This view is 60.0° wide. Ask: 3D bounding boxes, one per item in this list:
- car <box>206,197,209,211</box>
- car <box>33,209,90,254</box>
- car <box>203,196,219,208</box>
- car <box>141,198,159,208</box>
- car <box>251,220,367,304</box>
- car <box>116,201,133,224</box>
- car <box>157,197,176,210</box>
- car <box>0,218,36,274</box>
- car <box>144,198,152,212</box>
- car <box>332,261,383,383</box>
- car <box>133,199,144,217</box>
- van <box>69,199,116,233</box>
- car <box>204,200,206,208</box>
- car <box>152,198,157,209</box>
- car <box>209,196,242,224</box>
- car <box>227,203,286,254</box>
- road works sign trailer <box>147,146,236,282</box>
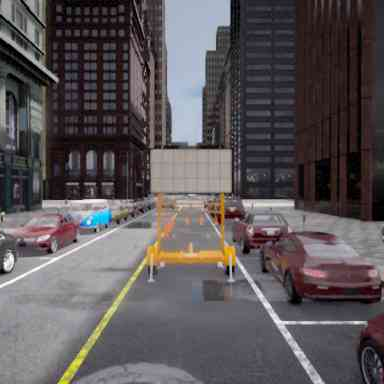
[{"bbox_3d":[2.688,1.303,30.374,2.192,1.841,5.009,0,0,0],"label":"car"},{"bbox_3d":[-5.796,1.574,13.443,1.802,1.307,4.206,0,0,0],"label":"car"},{"bbox_3d":[2.650,1.431,47.283,1.967,1.590,4.097,0,0,0],"label":"car"},{"bbox_3d":[-5.874,1.542,47.262,2.008,1.369,4.403,0,0,0],"label":"car"},{"bbox_3d":[2.741,1.576,7.831,1.802,1.307,4.206,0,0,0],"label":"car"},{"bbox_3d":[-5.822,1.514,24.545,1.752,1.417,4.829,0,0,0],"label":"car"},{"bbox_3d":[-3.179,1.495,42.911,1.837,1.490,4.892,0,0,0],"label":"car"},{"bbox_3d":[-5.784,1.545,7.805,2.008,1.369,4.403,0,0,0],"label":"car"},{"bbox_3d":[-5.848,1.554,35.989,1.947,1.339,4.313,0,0,0],"label":"car"},{"bbox_3d":[2.755,1.580,2.194,1.802,1.307,4.206,0,0,0],"label":"car"},{"bbox_3d":[-5.835,1.570,30.352,1.802,1.307,4.206,0,0,0],"label":"car"},{"bbox_3d":[-5.810,1.331,19.079,1.690,1.788,3.998,0,0,0],"label":"van"},{"bbox_3d":[2.677,1.554,36.011,1.947,1.339,4.313,0,0,0],"label":"car"},{"bbox_3d":[-5.861,1.556,41.625,1.947,1.339,4.313,0,0,0],"label":"car"},{"bbox_3d":[2.701,1.303,24.738,2.192,1.841,5.009,0,0,0],"label":"car"},{"bbox_3d":[2.728,1.432,13.467,1.967,1.590,4.097,0,0,0],"label":"car"},{"bbox_3d":[-0.023,0.458,9.713,2.380,3.560,2.880,0,0,0],"label":"road works sign trailer"}]
